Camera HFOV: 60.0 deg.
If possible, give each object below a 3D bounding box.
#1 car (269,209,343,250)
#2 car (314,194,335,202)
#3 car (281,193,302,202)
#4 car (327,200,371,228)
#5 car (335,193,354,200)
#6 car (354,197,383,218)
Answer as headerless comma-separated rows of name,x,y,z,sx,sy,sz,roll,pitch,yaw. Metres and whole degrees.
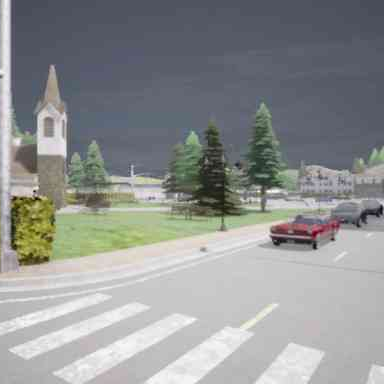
car,5.086,1.618,14.759,1.895,1.301,4.718,0,0,35
car,28.074,1.499,71.508,3.633,1.501,1.845,0,0,35
car,23.711,1.519,78.210,3.806,1.475,1.970,0,0,35
car,10.812,1.536,22.913,1.837,1.490,4.892,0,0,35
car,38.860,1.249,86.641,4.605,1.855,1.932,0,0,35
car,16.826,1.523,31.458,1.882,1.535,5.008,0,0,35
